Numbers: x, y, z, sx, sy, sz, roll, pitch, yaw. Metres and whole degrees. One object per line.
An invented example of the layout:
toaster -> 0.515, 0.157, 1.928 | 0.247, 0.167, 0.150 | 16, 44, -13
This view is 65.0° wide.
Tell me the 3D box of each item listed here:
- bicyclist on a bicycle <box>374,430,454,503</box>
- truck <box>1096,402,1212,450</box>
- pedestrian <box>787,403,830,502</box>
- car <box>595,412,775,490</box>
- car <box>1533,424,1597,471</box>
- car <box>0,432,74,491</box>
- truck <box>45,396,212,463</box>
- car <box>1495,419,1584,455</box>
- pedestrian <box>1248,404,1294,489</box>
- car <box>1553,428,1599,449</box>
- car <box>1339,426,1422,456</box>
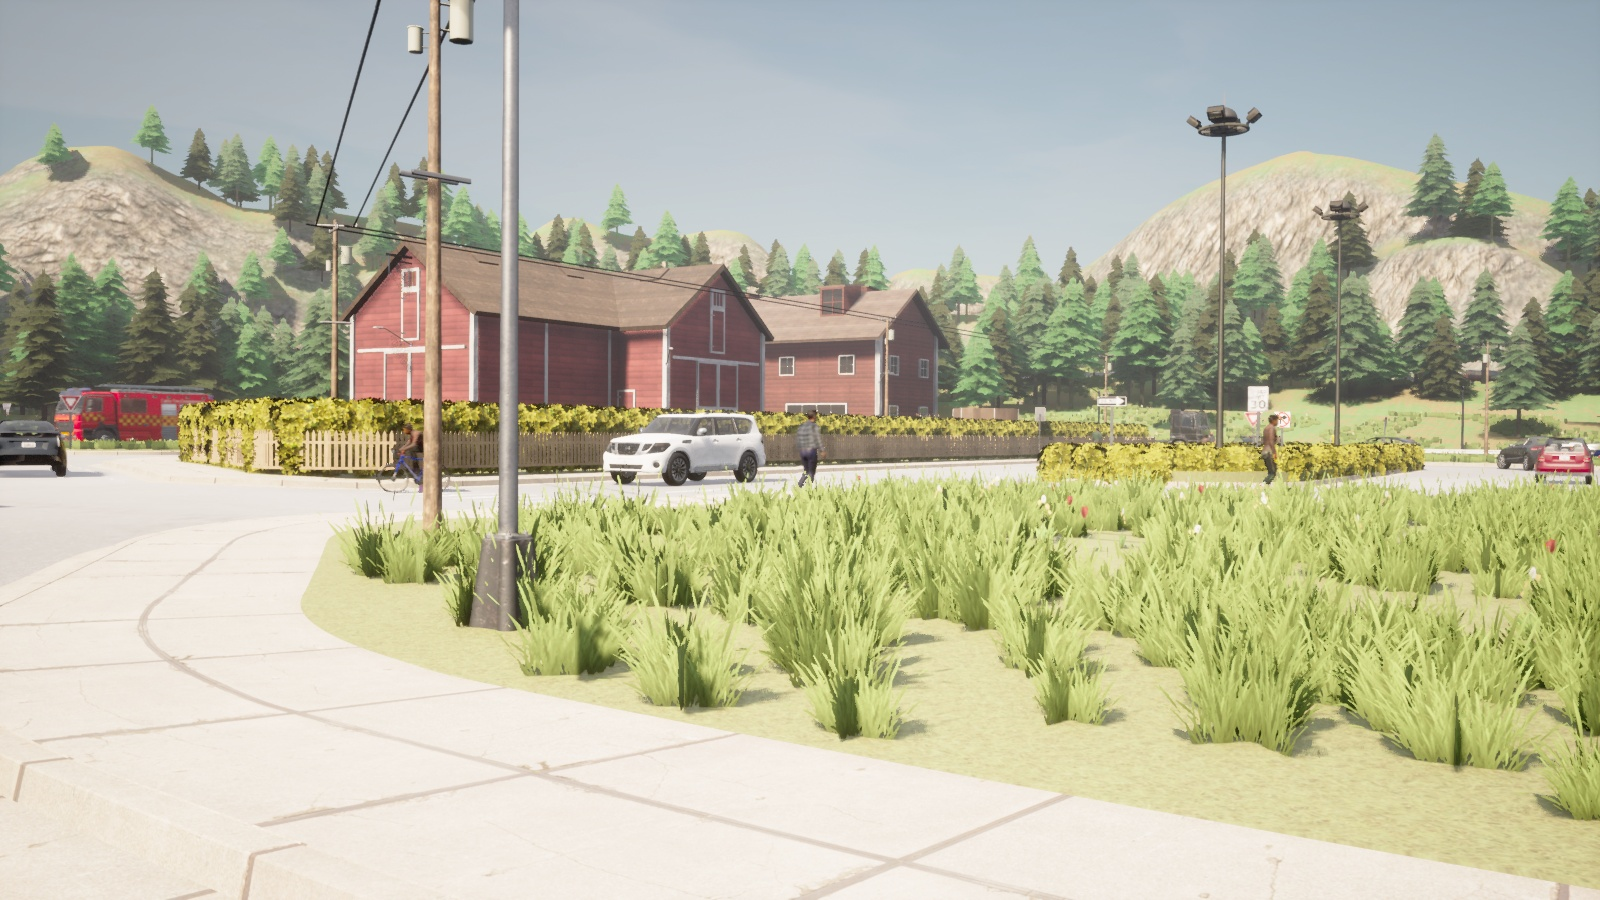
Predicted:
bicyclist on a bicycle -> -8.936, 0.364, 29.099 | 1.656, 1.620, 0.582 | -1, 1, -31
truck -> 26.601, -1.782, 94.525 | 7.936, 3.462, 2.891 | 0, 1, 33
pedestrian -> 0.167, 0.043, 25.045 | 0.423, 1.949, 0.788 | 0, 1, 41
car -> -3.179, -0.013, 36.057 | 2.150, 2.045, 5.566 | 0, 1, 33
car -> 26.404, -0.120, 43.305 | 1.789, 1.549, 3.705 | 0, 1, 33
car -> -21.409, 0.264, 34.715 | 2.007, 1.525, 4.514 | -1, 1, -33
truck -> -40.222, -1.241, 75.554 | 2.891, 3.827, 8.468 | 0, 1, 34
car -> 35.236, -0.628, 59.979 | 2.152, 1.651, 5.027 | 0, 1, 11
pedestrian -> 10.109, -0.073, 26.978 | 0.869, 1.805, 0.328 | 0, 1, 4
car -> 50.155, -0.701, 79.009 | 4.718, 1.301, 1.895 | 0, 1, 34
car -> 31.474, -0.503, 68.148 | 1.789, 1.549, 3.705 | -1, 1, -44
